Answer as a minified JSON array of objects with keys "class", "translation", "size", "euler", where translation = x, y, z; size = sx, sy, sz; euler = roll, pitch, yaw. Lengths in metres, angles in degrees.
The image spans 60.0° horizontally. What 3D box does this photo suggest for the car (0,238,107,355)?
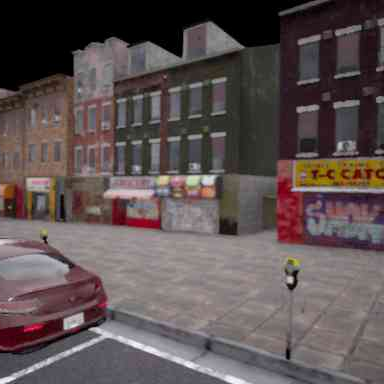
[{"class":"car","translation":[-3.432,1.542,5.721],"size":[4.674,1.442,1.812],"euler":[0,0,35]}]
